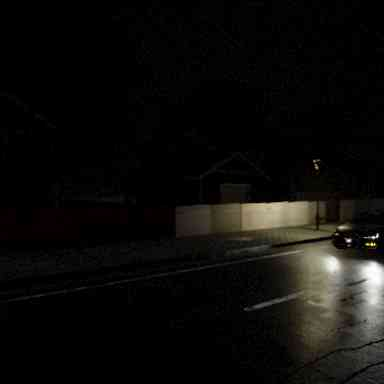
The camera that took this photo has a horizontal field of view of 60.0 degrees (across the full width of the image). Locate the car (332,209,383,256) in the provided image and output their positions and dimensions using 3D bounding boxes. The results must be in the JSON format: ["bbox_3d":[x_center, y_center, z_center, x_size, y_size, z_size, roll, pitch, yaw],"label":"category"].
[{"bbox_3d":[7.416,1.459,12.918,4.892,1.490,1.837,0,0,-35],"label":"car"}]
